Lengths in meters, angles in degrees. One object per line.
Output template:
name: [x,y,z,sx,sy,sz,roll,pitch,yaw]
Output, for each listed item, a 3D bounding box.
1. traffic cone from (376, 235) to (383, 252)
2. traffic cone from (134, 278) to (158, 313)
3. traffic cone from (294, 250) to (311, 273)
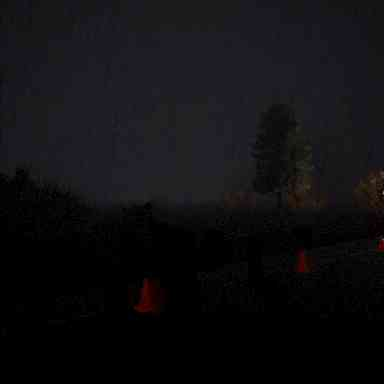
traffic cone: [7.045,1.909,12.343,0.340,0.580,0.340,0,0,-38]
traffic cone: [-0.884,1.946,6.388,0.340,0.580,0.340,0,0,-36]
traffic cone: [3.100,1.926,9.338,0.340,0.580,0.340,0,0,-37]
